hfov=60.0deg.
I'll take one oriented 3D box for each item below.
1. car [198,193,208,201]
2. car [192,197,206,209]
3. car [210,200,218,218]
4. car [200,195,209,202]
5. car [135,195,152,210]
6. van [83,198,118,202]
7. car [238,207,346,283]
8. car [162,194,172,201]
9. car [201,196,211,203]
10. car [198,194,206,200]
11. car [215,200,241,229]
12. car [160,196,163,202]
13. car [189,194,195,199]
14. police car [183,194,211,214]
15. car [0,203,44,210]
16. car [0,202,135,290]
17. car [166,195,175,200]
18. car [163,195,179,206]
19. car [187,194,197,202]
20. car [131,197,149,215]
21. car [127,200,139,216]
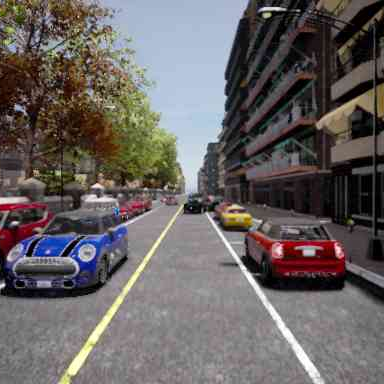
[{"bbox_3d":[2.691,1.206,82.775,2.192,1.841,5.009,0,0,0],"label":"car"},{"bbox_3d":[0.902,1.427,44.494,1.837,1.490,4.892,0,0,0],"label":"car"},{"bbox_3d":[2.691,1.530,26.473,1.802,1.307,4.206,0,0,0],"label":"car"},{"bbox_3d":[2.691,1.441,71.516,1.887,1.381,4.507,0,0,0],"label":"car"},{"bbox_3d":[-5.689,1.245,37.735,2.192,1.841,5.009,0,0,0],"label":"car"},{"bbox_3d":[-5.689,1.298,20.841,1.690,1.788,3.998,0,0,0],"label":"van"},{"bbox_3d":[2.691,1.419,9.581,1.967,1.590,4.097,0,0,0],"label":"car"},{"bbox_3d":[-5.689,1.333,77.144,1.967,1.590,4.097,0,0,0],"label":"car"},{"bbox_3d":[2.692,1.445,65.885,1.887,1.381,4.507,0,0,0],"label":"car"},{"bbox_3d":[2.692,1.328,88.406,1.967,1.590,4.097,0,0,0],"label":"car"},{"bbox_3d":[2.691,1.482,21.012,1.752,1.417,4.829,0,0,0],"label":"car"},{"bbox_3d":[-5.689,1.336,71.516,1.967,1.590,4.097,0,0,0],"label":"car"},{"bbox_3d":[0.004,1.226,89.412,1.812,1.442,4.674,0,0,0],"label":"car"},{"bbox_3d":[0.445,1.360,34.792,1.930,1.638,5.238,0,0,12],"label":"police car"},{"bbox_3d":[-5.689,1.293,9.581,2.192,1.841,5.009,0,0,0],"label":"car"},{"bbox_3d":[-3.099,1.331,9.203,2.097,1.767,4.553,0,0,0],"label":"car"},{"bbox_3d":[-5.688,1.438,88.406,2.008,1.369,4.403,0,0,0],"label":"car"},{"bbox_3d":[-3.075,1.438,51.743,1.812,1.442,4.674,0,0,0],"label":"car"},{"bbox_3d":[0.003,1.204,69.066,1.882,1.535,5.008,0,0,0],"label":"car"},{"bbox_3d":[-5.689,1.484,32.103,1.887,1.381,4.507,0,0,0],"label":"car"},{"bbox_3d":[-5.689,1.529,26.472,1.802,1.307,4.206,0,0,0],"label":"car"}]
